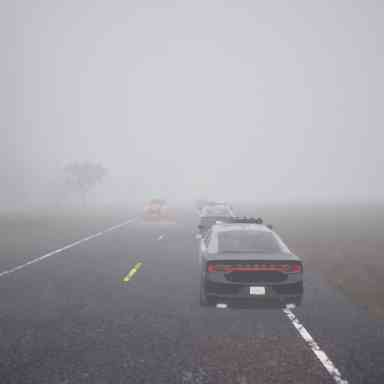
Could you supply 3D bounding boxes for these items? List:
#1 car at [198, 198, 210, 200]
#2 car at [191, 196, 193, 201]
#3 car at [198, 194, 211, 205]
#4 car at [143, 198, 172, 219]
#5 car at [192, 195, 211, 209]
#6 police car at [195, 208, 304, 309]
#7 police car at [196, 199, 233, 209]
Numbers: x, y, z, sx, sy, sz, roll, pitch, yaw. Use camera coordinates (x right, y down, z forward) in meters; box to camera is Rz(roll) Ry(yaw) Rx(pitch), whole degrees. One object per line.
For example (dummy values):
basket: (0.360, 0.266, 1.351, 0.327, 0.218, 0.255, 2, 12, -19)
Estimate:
car: (1.486, 1.456, 24.107, 1.801, 1.575, 5.366, 0, 0, 2)
car: (0.970, 1.527, 83.205, 1.994, 1.385, 4.181, 0, 0, 6)
car: (2.342, 1.335, 60.020, 2.097, 1.767, 4.553, 0, 0, 4)
car: (-2.963, 1.351, 29.160, 2.097, 1.767, 4.553, 0, 0, 2)
car: (1.450, 1.497, 45.940, 1.837, 1.490, 4.892, 0, 0, 4)
police car: (1.117, 1.425, 8.085, 1.930, 1.638, 5.238, 0, 0, 1)
police car: (1.310, 1.426, 18.050, 1.930, 1.638, 5.238, 0, 0, 1)
